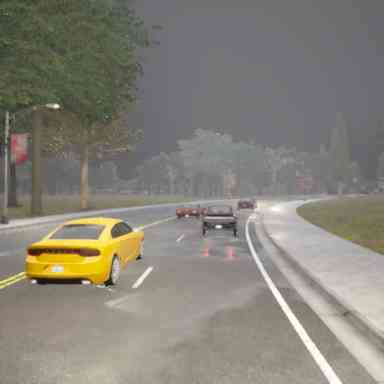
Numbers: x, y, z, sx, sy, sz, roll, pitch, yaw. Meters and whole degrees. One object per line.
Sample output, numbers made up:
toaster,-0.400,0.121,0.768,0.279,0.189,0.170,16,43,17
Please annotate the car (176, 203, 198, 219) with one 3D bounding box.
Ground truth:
car,0.083,1.589,28.358,1.895,1.301,4.718,0,0,12

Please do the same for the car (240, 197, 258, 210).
car,6.849,1.398,40.736,1.882,1.535,5.008,0,0,18

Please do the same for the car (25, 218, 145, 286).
car,-2.663,1.474,9.453,1.882,1.535,5.008,0,0,4

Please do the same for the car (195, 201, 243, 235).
car,1.642,1.486,18.683,2.128,1.511,4.902,0,0,8
